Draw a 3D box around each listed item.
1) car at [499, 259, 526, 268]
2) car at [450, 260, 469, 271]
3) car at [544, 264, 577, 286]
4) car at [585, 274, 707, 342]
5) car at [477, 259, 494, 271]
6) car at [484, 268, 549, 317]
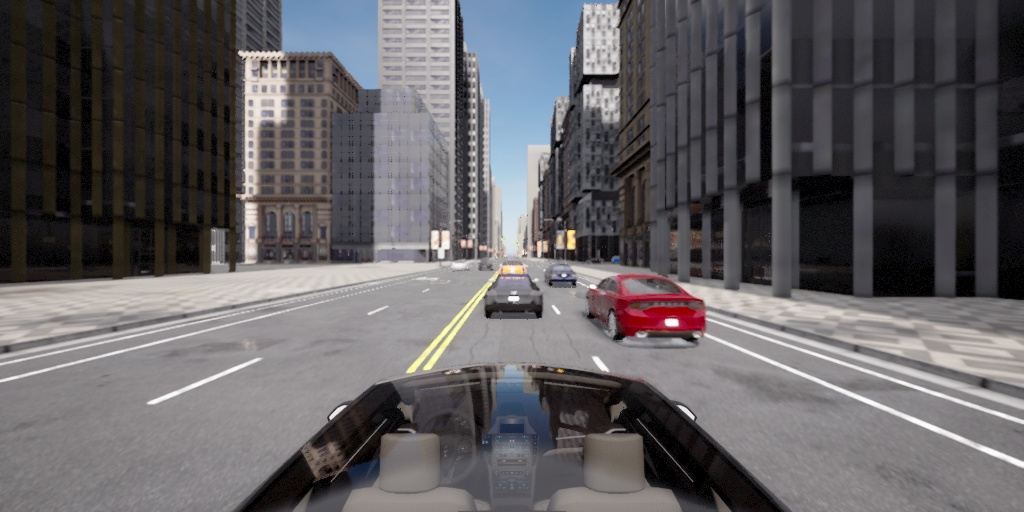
[{"bbox_3d":[0.061,1.050,28.502,2.097,1.767,4.553,0,0,0],"label":"car"},{"bbox_3d":[-6.605,1.190,45.966,1.812,1.442,4.674,0,0,0],"label":"car"},{"bbox_3d":[3.287,1.253,25.014,2.033,1.411,5.357,0,0,0],"label":"car"},{"bbox_3d":[3.290,1.212,9.808,1.882,1.535,5.008,0,0,1],"label":"car"},{"bbox_3d":[-3.354,1.170,46.432,1.837,1.490,4.892,0,0,0],"label":"car"},{"bbox_3d":[0.064,1.291,13.124,1.994,1.385,4.181,0,0,0],"label":"car"}]
